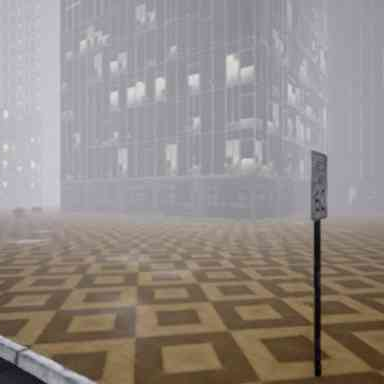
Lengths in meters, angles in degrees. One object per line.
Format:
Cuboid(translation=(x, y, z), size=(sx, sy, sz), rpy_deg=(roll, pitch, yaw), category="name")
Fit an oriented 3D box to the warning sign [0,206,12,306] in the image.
Cuboid(translation=(-4.261, 1.197, 6.139), size=(1.060, 1.860, 1.300), rpy_deg=(0, -1, 36), category="warning sign")
